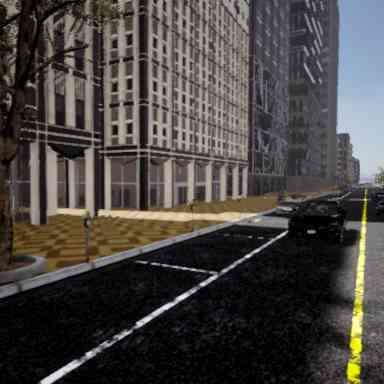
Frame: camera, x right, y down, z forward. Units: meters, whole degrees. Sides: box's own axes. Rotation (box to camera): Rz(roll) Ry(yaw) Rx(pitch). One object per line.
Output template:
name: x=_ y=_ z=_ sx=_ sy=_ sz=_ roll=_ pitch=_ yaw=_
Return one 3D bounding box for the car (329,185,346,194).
car: x=22.586 y=-0.029 z=52.212 sx=1.752 sy=1.417 sz=4.829 roll=1 pitch=2 yaw=28

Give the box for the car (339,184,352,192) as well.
car: x=30.540 y=-0.679 z=67.330 sx=2.192 sy=1.841 sz=5.009 roll=1 pitch=2 yaw=28

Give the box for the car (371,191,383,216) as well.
car: x=13.807 y=0.891 z=23.093 sx=2.033 sy=1.411 sz=5.357 roll=2 pitch=2 yaw=28

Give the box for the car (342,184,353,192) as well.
car: x=38.415 y=-1.116 z=82.304 sx=2.192 sy=1.841 sz=5.009 roll=1 pitch=2 yaw=28

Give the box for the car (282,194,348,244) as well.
car: x=5.346 y=1.054 z=13.841 sx=1.882 sy=1.535 sz=5.008 roll=2 pitch=2 yaw=28

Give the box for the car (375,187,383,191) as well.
car: x=23.316 y=0.387 z=41.160 sx=1.994 sy=1.385 sz=4.181 roll=2 pitch=2 yaw=28

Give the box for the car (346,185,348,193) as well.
car: x=25.290 y=-0.121 z=57.355 sx=1.802 sy=1.307 sz=4.206 roll=1 pitch=2 yaw=28

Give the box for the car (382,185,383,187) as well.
car: x=43.220 y=-0.540 z=73.447 sx=2.008 sy=1.369 sz=4.403 roll=1 pitch=2 yaw=28

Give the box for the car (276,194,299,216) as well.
car: x=6.914 y=0.856 z=22.414 sx=2.008 sy=1.369 sz=4.403 roll=1 pitch=2 yaw=28
